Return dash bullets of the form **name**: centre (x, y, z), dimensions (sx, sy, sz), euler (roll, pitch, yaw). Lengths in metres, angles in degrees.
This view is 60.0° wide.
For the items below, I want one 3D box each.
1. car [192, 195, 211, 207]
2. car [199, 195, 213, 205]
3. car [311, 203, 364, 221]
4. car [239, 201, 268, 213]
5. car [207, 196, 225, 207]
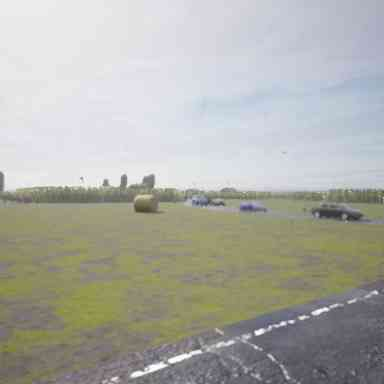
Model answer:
- **car**: centre (1.413, 1.657, 63.108), dimensions (2.150, 2.045, 5.566), euler (0, 0, -11)
- **car**: centre (2.959, 1.676, 71.196), dimensions (2.150, 2.045, 5.566), euler (0, 0, -6)
- **car**: centre (13.493, 1.804, 31.123), dimensions (1.837, 1.490, 4.892), euler (0, 0, -31)
- **car**: centre (7.763, 1.872, 42.437), dimensions (1.812, 1.442, 4.674), euler (0, 0, -23)
- **car**: centre (4.718, 1.945, 61.019), dimensions (1.812, 1.442, 4.674), euler (0, 0, -12)
